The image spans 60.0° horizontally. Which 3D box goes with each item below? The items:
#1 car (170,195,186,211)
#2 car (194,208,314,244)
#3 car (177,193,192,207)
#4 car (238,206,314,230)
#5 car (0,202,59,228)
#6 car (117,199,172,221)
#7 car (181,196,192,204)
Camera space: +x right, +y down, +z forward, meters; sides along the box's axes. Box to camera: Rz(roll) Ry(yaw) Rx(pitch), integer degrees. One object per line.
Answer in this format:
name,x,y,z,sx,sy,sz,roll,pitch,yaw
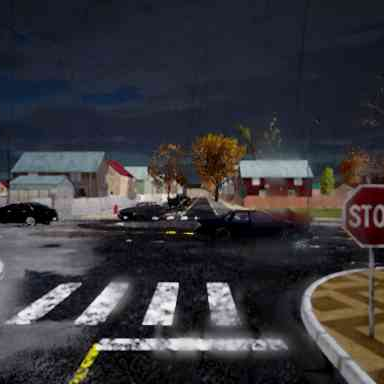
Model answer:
car,-2.111,1.503,40.366,1.837,1.490,4.892,0,0,2
car,2.834,1.567,15.748,5.357,1.411,2.033,1,0,8
car,-1.615,1.230,53.424,2.150,2.045,5.566,0,0,2
car,5.433,1.685,22.165,4.718,1.301,1.895,1,0,8
car,-10.984,1.400,21.129,4.892,1.490,1.837,1,0,8
car,-3.964,1.536,27.379,2.033,1.411,5.357,0,0,22
car,-1.077,1.558,66.463,1.812,1.442,4.674,0,0,2
